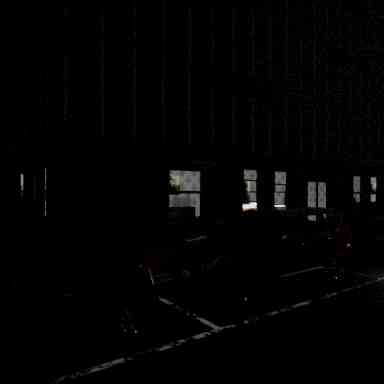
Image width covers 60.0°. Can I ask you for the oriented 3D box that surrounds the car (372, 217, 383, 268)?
[{"bbox_3d":[6.468,1.561,11.329,4.313,1.339,1.947,0,0,-35],"label":"car"}]

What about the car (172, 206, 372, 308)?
[{"bbox_3d":[1.937,1.314,8.105,5.009,1.841,2.192,0,0,-35],"label":"car"}]

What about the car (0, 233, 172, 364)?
[{"bbox_3d":[-2.594,1.440,4.884,4.097,1.590,1.967,0,0,-35],"label":"car"}]
